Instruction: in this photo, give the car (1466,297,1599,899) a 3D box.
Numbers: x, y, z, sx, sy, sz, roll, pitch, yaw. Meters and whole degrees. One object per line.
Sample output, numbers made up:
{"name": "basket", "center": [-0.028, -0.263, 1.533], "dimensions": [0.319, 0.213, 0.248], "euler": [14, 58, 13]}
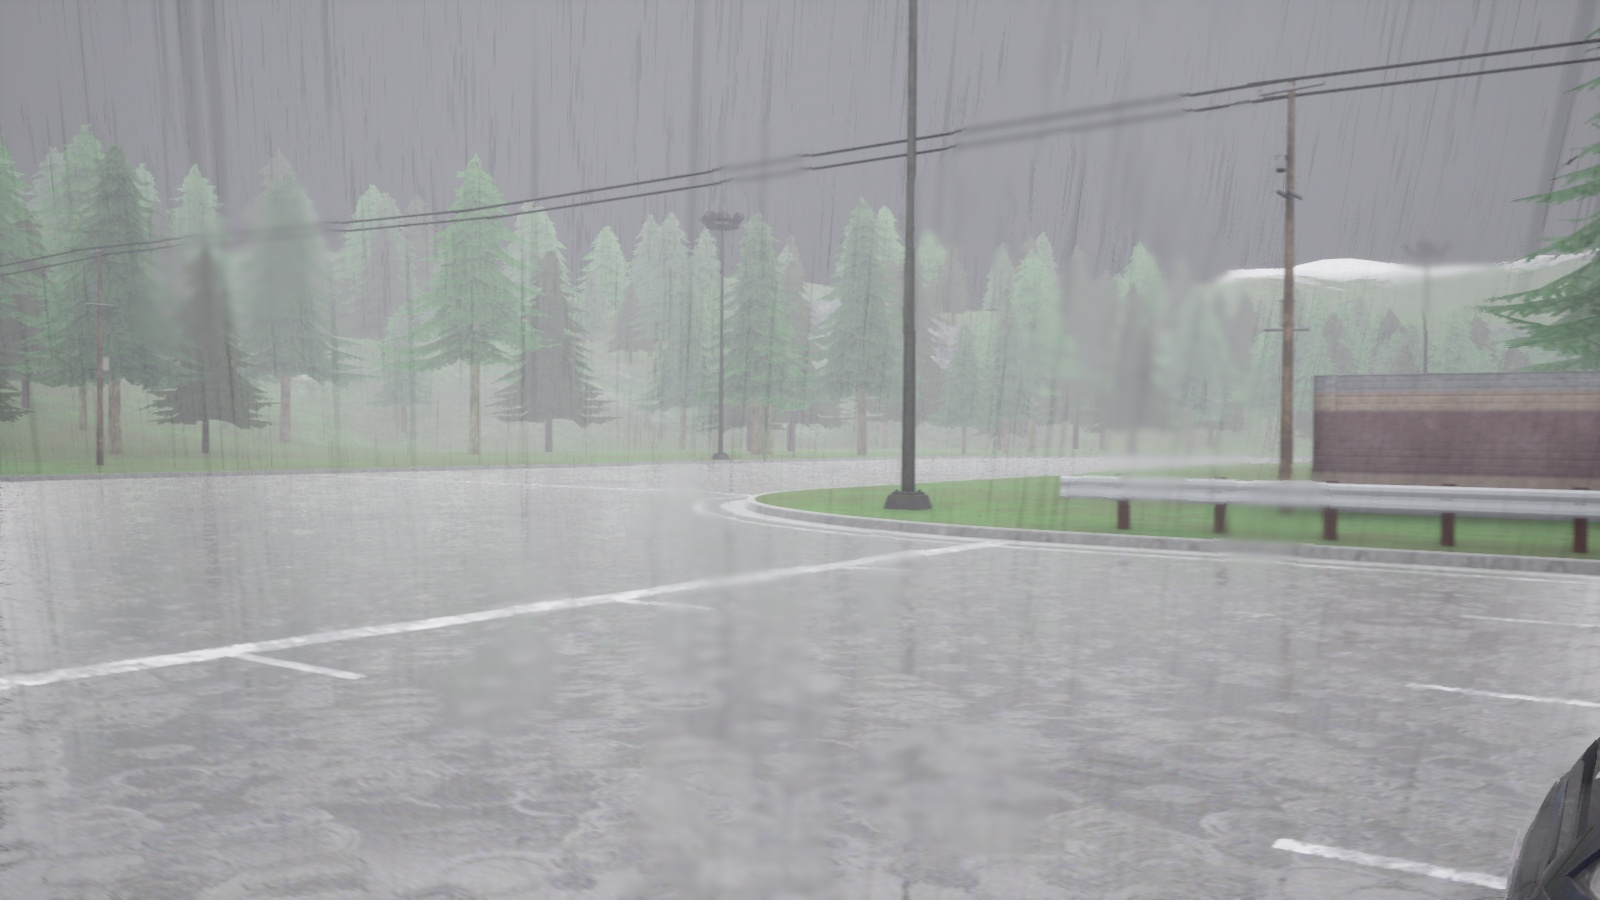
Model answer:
{"name": "car", "center": [3.158, 0.580, 1.524], "dimensions": [3.988, 1.617, 1.851], "euler": [0, 1, 34]}
